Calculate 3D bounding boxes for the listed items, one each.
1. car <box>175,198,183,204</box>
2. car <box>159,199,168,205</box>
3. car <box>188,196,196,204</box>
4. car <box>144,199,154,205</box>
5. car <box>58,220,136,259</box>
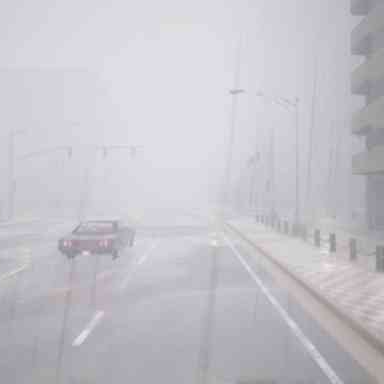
[{"bbox_3d":[-3.496,2.490,88.233,1.837,1.490,4.892,0,-1,0],"label":"car"},{"bbox_3d":[-6.996,2.466,81.788,2.033,1.411,5.357,0,-1,0],"label":"car"},{"bbox_3d":[0.004,2.530,88.230,2.033,1.411,5.357,0,-1,0],"label":"car"},{"bbox_3d":[-10.496,2.404,81.789,1.882,1.535,5.008,0,-1,0],"label":"car"},{"bbox_3d":[-3.479,1.752,13.207,1.895,1.301,4.718,0,-1,0],"label":"car"}]
